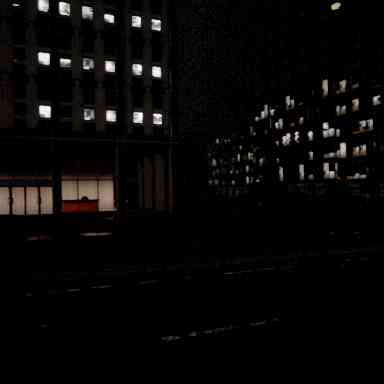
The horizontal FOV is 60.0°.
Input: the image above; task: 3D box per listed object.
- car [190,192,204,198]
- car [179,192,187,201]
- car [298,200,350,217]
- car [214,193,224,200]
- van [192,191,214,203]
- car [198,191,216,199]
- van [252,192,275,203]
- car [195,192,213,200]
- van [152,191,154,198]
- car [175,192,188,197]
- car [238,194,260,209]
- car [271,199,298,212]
[{"bbox_3d":[1.210,0.698,80.220,1.967,1.590,4.097,0,1,-21],"label":"car"},{"bbox_3d":[-2.461,1.051,66.586,2.008,1.369,4.403,0,1,-21],"label":"car"},{"bbox_3d":[11.891,1.428,29.479,1.947,1.339,4.313,0,1,-21],"label":"car"},{"bbox_3d":[5.346,0.946,69.633,1.802,1.307,4.206,0,1,-21],"label":"car"},{"bbox_3d":[1.674,0.946,55.995,1.690,1.788,3.998,0,1,-21],"label":"van"},{"bbox_3d":[3.277,0.626,74.924,2.192,1.841,5.009,0,1,-21],"label":"car"},{"bbox_3d":[11.547,0.862,53.747,1.690,1.788,3.998,0,1,-21],"label":"van"},{"bbox_3d":[2.476,0.872,69.840,1.882,1.535,5.008,-1,1,-21],"label":"car"},{"bbox_3d":[-8.663,0.682,82.466,1.690,1.788,3.998,0,1,-21],"label":"van"},{"bbox_3d":[-2.924,0.702,90.809,2.008,1.369,4.403,0,1,-21],"label":"car"},{"bbox_3d":[7.826,1.325,40.097,1.947,1.339,4.313,0,1,-21],"label":"car"},{"bbox_3d":[9.839,1.393,34.782,1.802,1.307,4.206,0,1,-21],"label":"car"}]
